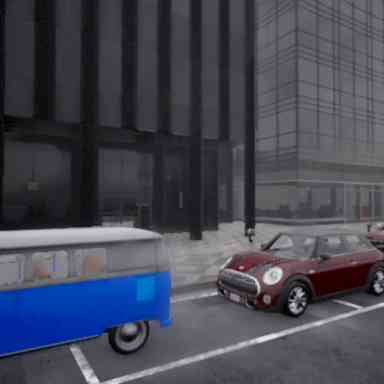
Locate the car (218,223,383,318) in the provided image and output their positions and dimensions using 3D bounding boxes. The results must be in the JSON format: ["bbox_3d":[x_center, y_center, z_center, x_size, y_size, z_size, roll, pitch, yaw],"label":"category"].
[{"bbox_3d":[2.576,1.606,7.686,4.097,1.590,1.967,1,-1,-31],"label":"car"}]

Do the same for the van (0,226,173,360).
[{"bbox_3d":[-2.242,1.447,4.816,3.998,1.788,1.690,1,-1,-31],"label":"van"}]
